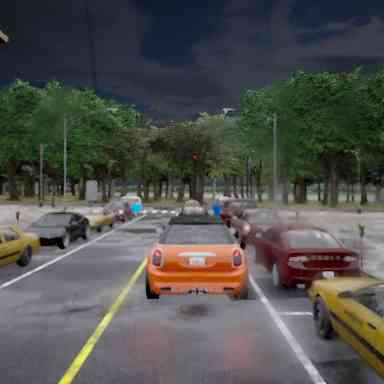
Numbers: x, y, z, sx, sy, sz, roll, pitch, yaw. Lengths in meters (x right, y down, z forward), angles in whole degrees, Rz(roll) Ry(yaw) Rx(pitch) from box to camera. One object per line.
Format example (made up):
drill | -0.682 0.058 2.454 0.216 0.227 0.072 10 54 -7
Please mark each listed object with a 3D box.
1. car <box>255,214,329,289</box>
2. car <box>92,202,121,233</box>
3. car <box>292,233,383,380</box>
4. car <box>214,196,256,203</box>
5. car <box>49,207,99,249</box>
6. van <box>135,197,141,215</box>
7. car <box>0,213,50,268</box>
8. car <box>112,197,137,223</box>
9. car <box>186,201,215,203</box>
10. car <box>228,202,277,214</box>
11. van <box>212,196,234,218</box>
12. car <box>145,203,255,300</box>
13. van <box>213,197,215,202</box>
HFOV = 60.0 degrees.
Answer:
car | 2.767 1.538 8.985 1.887 1.381 4.507 0 0 0
car | -5.750 1.512 19.696 1.752 1.417 4.829 0 0 0
car | 2.764 1.522 3.717 1.752 1.417 4.829 0 0 0
car | 2.775 1.302 19.859 2.192 1.841 5.009 0 0 0
car | -5.754 1.556 14.428 1.947 1.339 4.313 0 0 0
van | -5.742 1.322 30.741 1.690 1.788 3.998 0 0 0
car | -5.758 1.519 8.821 1.752 1.417 4.829 0 0 0
car | -5.746 1.424 25.303 1.967 1.590 4.097 0 0 0
car | 0.113 1.480 18.375 2.128 1.511 4.902 0 0 0
car | 2.771 1.430 14.422 1.967 1.590 4.097 0 0 0
van | 2.783 1.323 30.734 1.690 1.788 3.998 0 0 0
car | 0.105 1.347 8.553 2.097 1.767 4.553 0 0 0
van | 2.779 1.325 25.297 1.690 1.788 3.998 0 0 0
